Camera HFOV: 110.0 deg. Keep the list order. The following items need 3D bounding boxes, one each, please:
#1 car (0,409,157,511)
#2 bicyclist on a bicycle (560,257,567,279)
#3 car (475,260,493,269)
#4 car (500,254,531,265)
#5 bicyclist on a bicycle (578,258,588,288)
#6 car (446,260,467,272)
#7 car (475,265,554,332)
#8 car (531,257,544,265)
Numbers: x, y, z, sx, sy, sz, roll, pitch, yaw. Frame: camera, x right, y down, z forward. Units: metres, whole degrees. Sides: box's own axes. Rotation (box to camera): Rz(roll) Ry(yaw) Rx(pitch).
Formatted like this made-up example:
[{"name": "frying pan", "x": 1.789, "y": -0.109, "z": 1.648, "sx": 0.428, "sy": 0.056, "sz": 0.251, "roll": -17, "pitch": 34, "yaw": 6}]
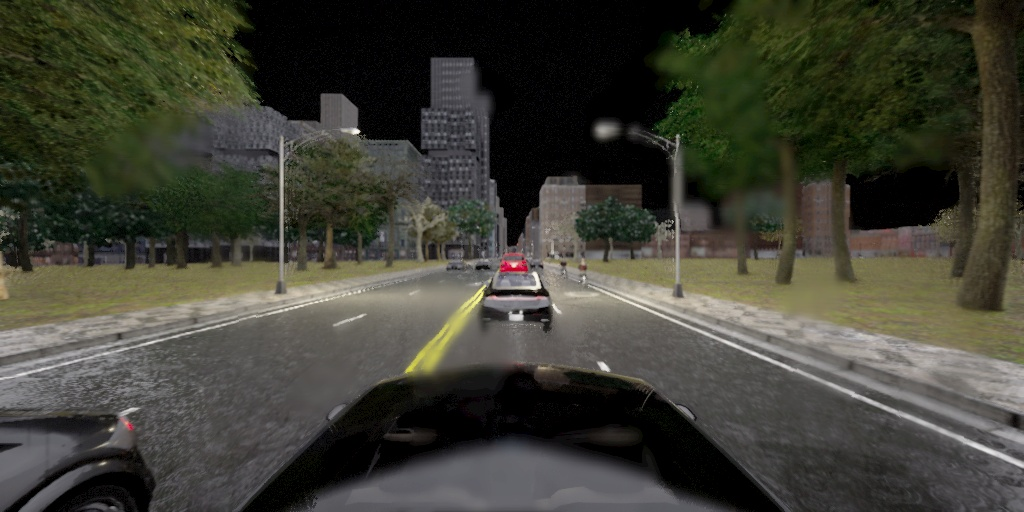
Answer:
[{"name": "car", "x": -3.356, "y": 1.318, "z": 0.591, "sx": 1.994, "sy": 1.385, "sz": 4.181, "roll": 0, "pitch": 0, "yaw": 0}, {"name": "bicyclist on a bicycle", "x": 4.195, "y": 0.978, "z": 29.423, "sx": 0.659, "sy": 1.776, "sz": 1.843, "roll": 0, "pitch": 0, "yaw": 0}, {"name": "car", "x": -3.259, "y": 1.144, "z": 42.186, "sx": 1.895, "sy": 1.301, "sz": 4.718, "roll": 0, "pitch": 0, "yaw": 0}, {"name": "car", "x": 0.151, "y": 0.822, "z": 29.897, "sx": 2.150, "sy": 2.045, "sz": 5.566, "roll": 0, "pitch": 0, "yaw": 0}, {"name": "bicyclist on a bicycle", "x": 4.179, "y": 1.016, "z": 21.363, "sx": 0.659, "sy": 1.776, "sz": 1.843, "roll": 0, "pitch": 1, "yaw": 0}, {"name": "car", "x": -6.505, "y": 1.103, "z": 42.388, "sx": 1.994, "sy": 1.385, "sz": 4.181, "roll": 0, "pitch": 0, "yaw": 0}, {"name": "car", "x": 0.114, "y": 1.189, "z": 10.657, "sx": 2.128, "sy": 1.511, "sz": 4.902, "roll": 0, "pitch": 0, "yaw": 0}, {"name": "car", "x": 3.445, "y": 1.111, "z": 51.635, "sx": 1.895, "sy": 1.301, "sz": 4.718, "roll": 0, "pitch": 0, "yaw": 0}]
